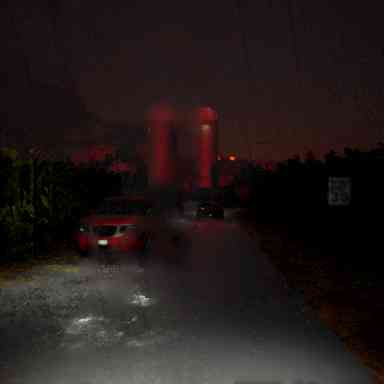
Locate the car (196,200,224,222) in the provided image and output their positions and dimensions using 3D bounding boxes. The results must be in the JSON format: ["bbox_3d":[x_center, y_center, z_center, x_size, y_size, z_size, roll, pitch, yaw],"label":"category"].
[{"bbox_3d":[1.361,1.318,24.675,2.128,1.511,4.902,0,0,3],"label":"car"}]

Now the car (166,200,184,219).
[{"bbox_3d":[-1.702,1.362,27.323,2.033,1.411,5.357,0,0,3],"label":"car"}]

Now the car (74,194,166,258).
[{"bbox_3d":[-2.570,1.171,12.952,2.150,2.045,5.566,0,0,3],"label":"car"}]

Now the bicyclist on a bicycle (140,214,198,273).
[{"bbox_3d":[-0.657,1.430,9.251,1.656,1.620,0.582,-2,0,3],"label":"bicyclist on a bicycle"}]
